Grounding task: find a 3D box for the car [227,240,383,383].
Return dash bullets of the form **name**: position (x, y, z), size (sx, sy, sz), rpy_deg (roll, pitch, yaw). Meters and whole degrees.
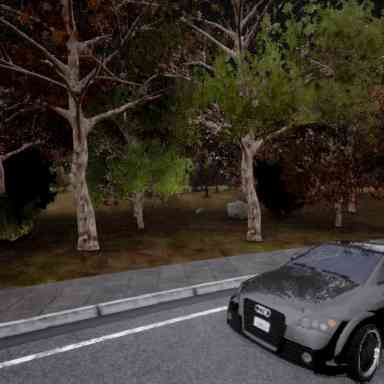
- **car**: position (2.631, 1.530, 5.349), size (4.181, 1.385, 1.994), rpy_deg (0, 1, -30)
